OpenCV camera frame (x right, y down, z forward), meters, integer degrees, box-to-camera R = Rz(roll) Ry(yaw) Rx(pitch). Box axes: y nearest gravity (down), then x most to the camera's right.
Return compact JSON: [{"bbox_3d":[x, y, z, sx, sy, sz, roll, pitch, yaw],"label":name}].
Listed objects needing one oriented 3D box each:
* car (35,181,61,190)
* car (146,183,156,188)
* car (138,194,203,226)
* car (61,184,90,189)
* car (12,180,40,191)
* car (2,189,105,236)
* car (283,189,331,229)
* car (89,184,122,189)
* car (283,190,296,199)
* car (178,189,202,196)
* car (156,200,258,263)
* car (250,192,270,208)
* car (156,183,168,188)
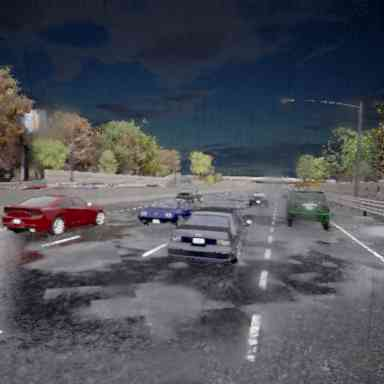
[{"bbox_3d":[-16.672,-0.317,41.030,1.812,1.442,4.674,2,2,15],"label":"car"},{"bbox_3d":[-9.547,-1.500,81.045,1.882,1.535,5.008,2,2,15],"label":"car"},{"bbox_3d":[-1.050,1.016,17.405,1.895,1.301,4.718,2,2,15],"label":"car"},{"bbox_3d":[-13.158,-0.217,40.632,2.128,1.511,4.902,2,2,15],"label":"car"},{"bbox_3d":[-20.119,-0.630,41.645,2.097,1.767,4.553,2,2,15],"label":"car"},{"bbox_3d":[-5.538,0.837,14.120,1.882,1.535,5.008,2,2,15],"label":"car"},{"bbox_3d":[6.586,0.847,19.243,2.150,2.045,5.566,2,2,15],"label":"car"},{"bbox_3d":[-9.721,-0.075,39.959,2.128,1.511,4.902,2,2,15],"label":"car"},{"bbox_3d":[16.503,0.459,56.592,1.895,1.301,4.718,2,2,15],"label":"car"},{"bbox_3d":[-0.174,0.440,34.299,1.837,1.490,4.892,2,2,15],"label":"car"},{"bbox_3d":[0.816,1.228,10.812,2.033,1.411,5.357,2,2,15],"label":"car"},{"bbox_3d":[6.892,0.727,33.665,1.812,1.442,4.674,2,2,15],"label":"car"},{"bbox_3d":[-6.168,-1.308,80.150,2.128,1.511,4.902,2,2,15],"label":"car"}]
